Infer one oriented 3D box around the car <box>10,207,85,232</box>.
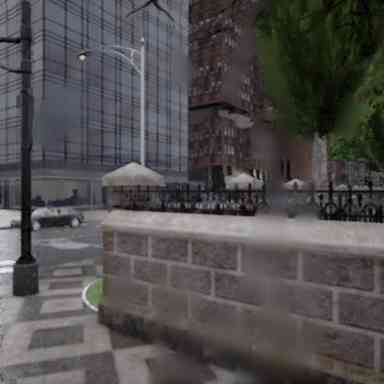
[{"bbox_3d":[-8.765,1.602,20.480,2.008,1.369,4.403,0,-1,36],"label":"car"}]
